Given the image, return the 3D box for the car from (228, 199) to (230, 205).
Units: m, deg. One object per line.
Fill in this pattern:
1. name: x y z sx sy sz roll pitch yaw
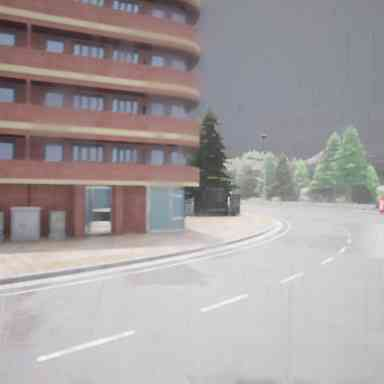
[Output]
1. car: 6.844 2.055 59.777 1.812 1.442 4.674 1 -1 -19
